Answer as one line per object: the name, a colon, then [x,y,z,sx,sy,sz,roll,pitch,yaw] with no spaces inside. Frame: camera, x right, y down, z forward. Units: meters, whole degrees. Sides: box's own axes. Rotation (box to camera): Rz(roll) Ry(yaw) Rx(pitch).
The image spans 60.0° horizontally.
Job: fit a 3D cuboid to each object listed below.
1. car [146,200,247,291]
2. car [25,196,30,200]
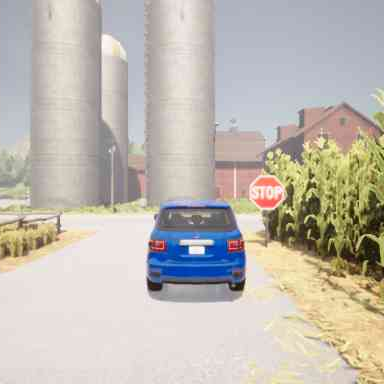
car: [0.082,1.210,9.095,2.150,2.045,5.566,0,0,0]
car: [-37.058,1.150,78.236,3.866,1.878,1.905,0,0,0]
